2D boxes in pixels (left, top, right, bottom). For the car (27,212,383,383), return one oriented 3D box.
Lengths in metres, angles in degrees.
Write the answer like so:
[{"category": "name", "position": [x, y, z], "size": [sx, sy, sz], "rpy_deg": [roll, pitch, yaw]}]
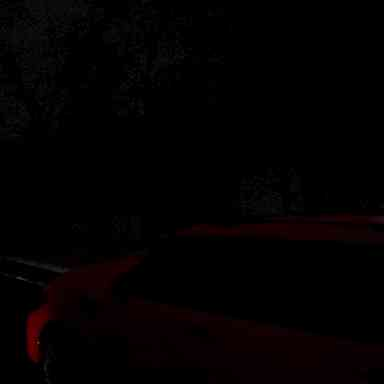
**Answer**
[{"category": "car", "position": [0.733, 1.223, 3.165], "size": [5.566, 2.045, 2.150], "rpy_deg": [-1, 0, 35]}]
